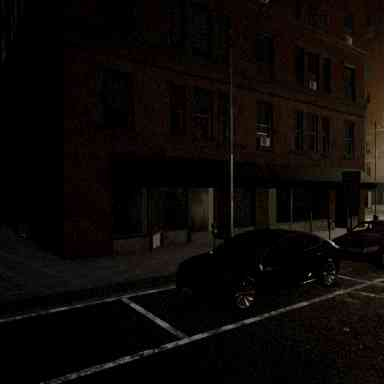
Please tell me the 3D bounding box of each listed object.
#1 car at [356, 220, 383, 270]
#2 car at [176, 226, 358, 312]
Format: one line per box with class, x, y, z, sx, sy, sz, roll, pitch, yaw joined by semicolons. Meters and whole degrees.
car;6.173;1.582;10.894;4.206;1.307;1.802;0;0;-35
car;1.683;1.566;7.714;4.313;1.339;1.947;0;0;-35
